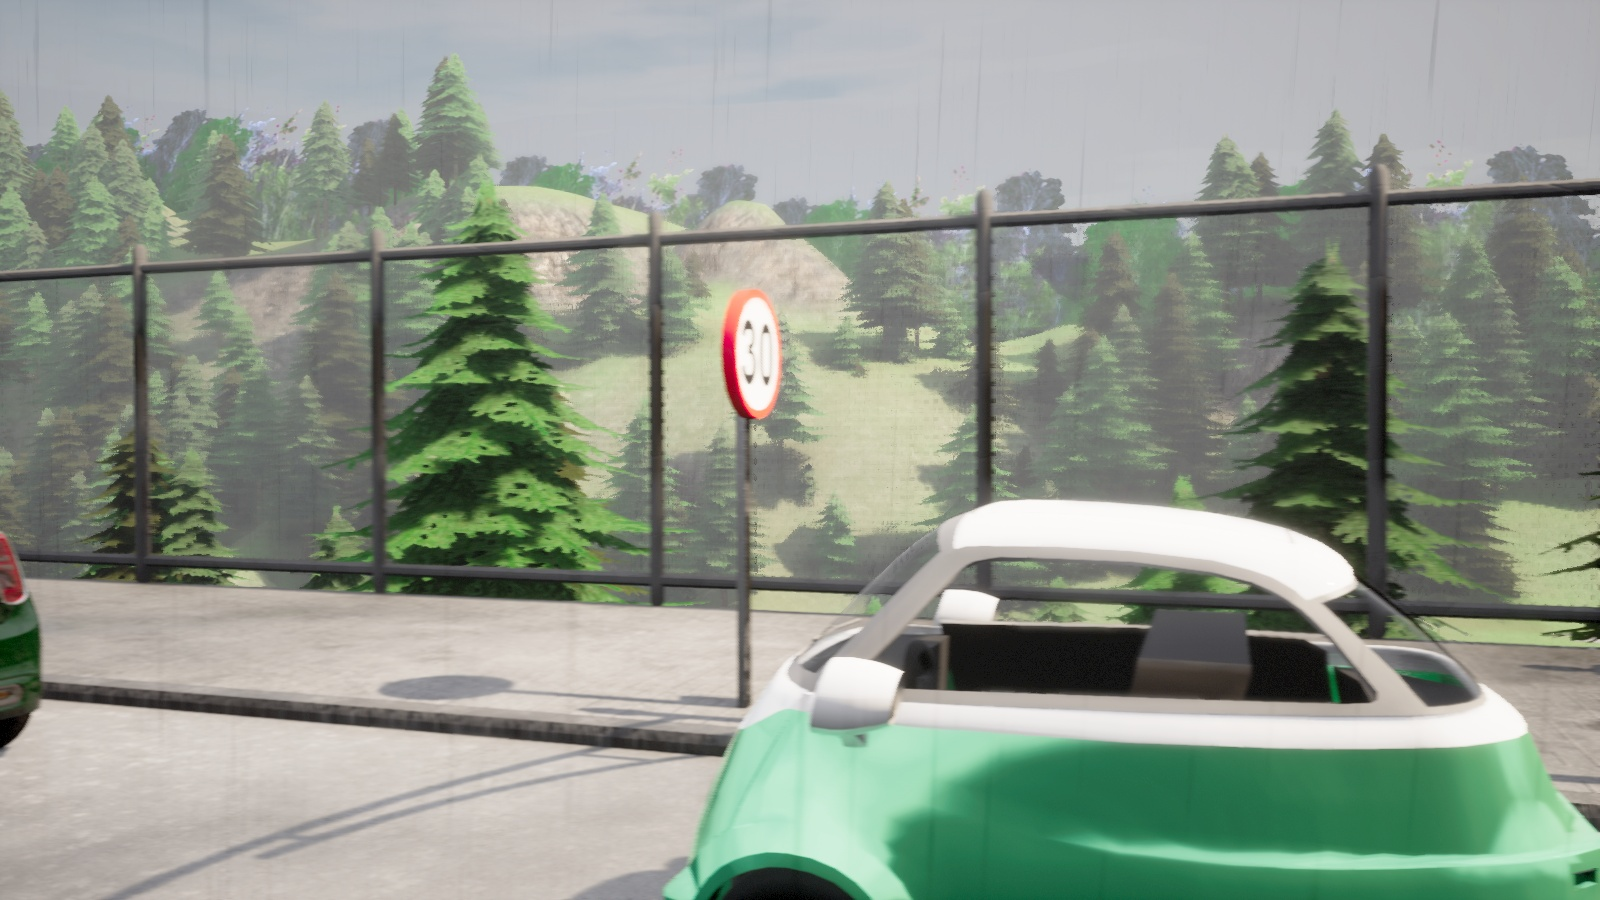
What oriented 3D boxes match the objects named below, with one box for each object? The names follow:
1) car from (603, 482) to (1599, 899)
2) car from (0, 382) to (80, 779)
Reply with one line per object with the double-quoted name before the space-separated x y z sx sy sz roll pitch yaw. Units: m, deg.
"car" 0.797 0.829 3.452 2.207 1.376 1.481 1 1 19
"car" -5.924 0.571 5.710 4.553 1.767 2.097 1 1 19
